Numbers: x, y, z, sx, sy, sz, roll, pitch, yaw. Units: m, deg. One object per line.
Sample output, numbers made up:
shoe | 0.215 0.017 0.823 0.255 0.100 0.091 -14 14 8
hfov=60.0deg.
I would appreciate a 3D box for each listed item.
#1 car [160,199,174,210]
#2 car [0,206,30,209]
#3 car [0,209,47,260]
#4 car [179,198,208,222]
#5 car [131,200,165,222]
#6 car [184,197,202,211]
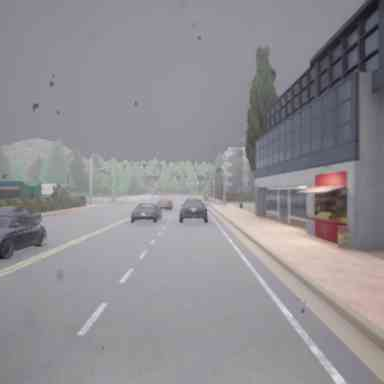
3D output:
car | -3.399 1.516 41.593 1.994 1.385 4.181 0 0 0
car | -10.537 1.523 19.140 2.033 1.411 5.357 0 0 1
car | -7.061 1.548 12.229 1.994 1.385 4.181 0 0 0
car | 0.110 1.322 26.060 2.097 1.767 4.553 0 0 0
car | -3.440 1.535 25.649 1.994 1.385 4.181 0 0 1
car | 0.102 1.445 41.744 2.128 1.511 4.902 0 0 0
